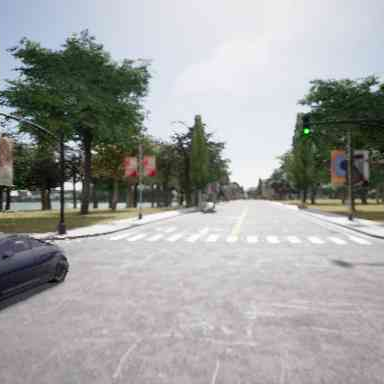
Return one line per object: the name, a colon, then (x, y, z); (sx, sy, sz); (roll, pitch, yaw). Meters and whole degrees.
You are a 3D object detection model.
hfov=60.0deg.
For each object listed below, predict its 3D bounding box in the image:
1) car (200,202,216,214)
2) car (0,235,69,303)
car: (2.254, 2.186, 46.063); (2.128, 1.511, 4.902); (-1, -1, 10)
car: (-4.659, 1.717, 7.602); (1.994, 1.385, 4.181); (-1, -1, 10)
